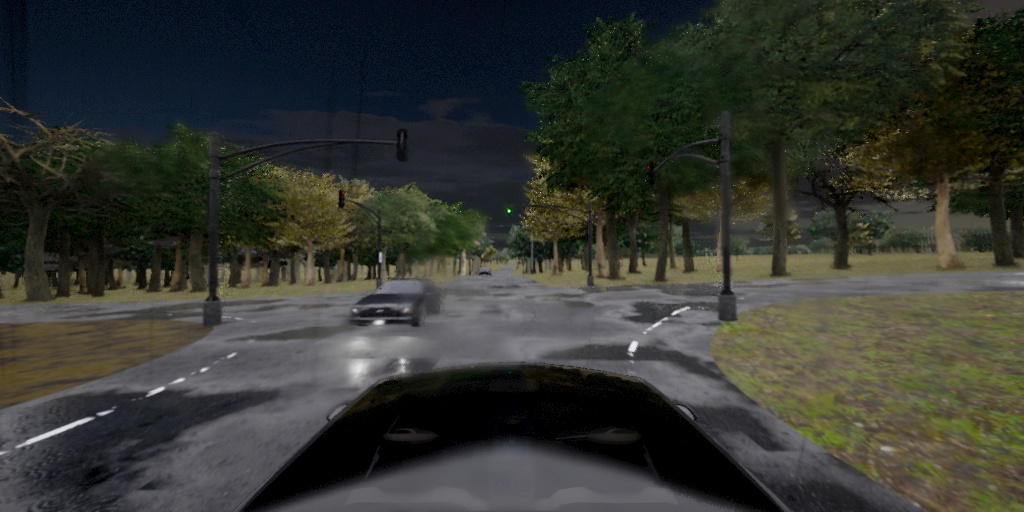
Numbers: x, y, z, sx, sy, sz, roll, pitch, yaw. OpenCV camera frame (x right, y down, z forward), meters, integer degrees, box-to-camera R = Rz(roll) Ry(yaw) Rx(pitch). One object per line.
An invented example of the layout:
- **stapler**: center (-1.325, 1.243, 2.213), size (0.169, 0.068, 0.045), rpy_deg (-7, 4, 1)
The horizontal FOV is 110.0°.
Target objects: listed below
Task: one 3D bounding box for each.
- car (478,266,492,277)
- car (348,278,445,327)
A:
- **car**: center (-4.429, 2.477, 59.547), size (2.097, 1.767, 4.553), rpy_deg (0, -2, -1)
- **car**: center (-3.536, 1.457, 12.155), size (2.033, 1.411, 5.357), rpy_deg (-1, -2, -1)
